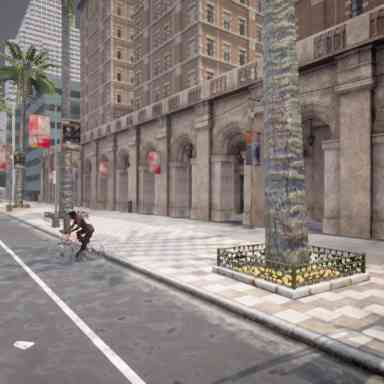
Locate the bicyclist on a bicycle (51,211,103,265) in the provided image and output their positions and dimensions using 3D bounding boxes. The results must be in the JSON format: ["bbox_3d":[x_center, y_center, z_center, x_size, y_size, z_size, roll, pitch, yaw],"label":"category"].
[{"bbox_3d":[-3.587,1.420,10.462,1.656,1.620,0.582,-1,0,-36],"label":"bicyclist on a bicycle"}]
